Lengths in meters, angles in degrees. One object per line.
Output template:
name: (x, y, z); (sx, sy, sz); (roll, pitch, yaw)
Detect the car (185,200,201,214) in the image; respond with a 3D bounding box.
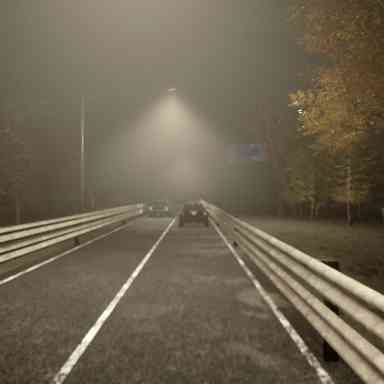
car: (0.140, 1.854, 41.682); (1.837, 1.490, 4.892); (0, 0, 0)

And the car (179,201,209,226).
car: (0.133, 1.562, 25.349); (2.097, 1.767, 4.553); (0, 0, 0)

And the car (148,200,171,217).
car: (-3.306, 1.641, 34.734); (2.097, 1.767, 4.553); (0, 0, 0)
